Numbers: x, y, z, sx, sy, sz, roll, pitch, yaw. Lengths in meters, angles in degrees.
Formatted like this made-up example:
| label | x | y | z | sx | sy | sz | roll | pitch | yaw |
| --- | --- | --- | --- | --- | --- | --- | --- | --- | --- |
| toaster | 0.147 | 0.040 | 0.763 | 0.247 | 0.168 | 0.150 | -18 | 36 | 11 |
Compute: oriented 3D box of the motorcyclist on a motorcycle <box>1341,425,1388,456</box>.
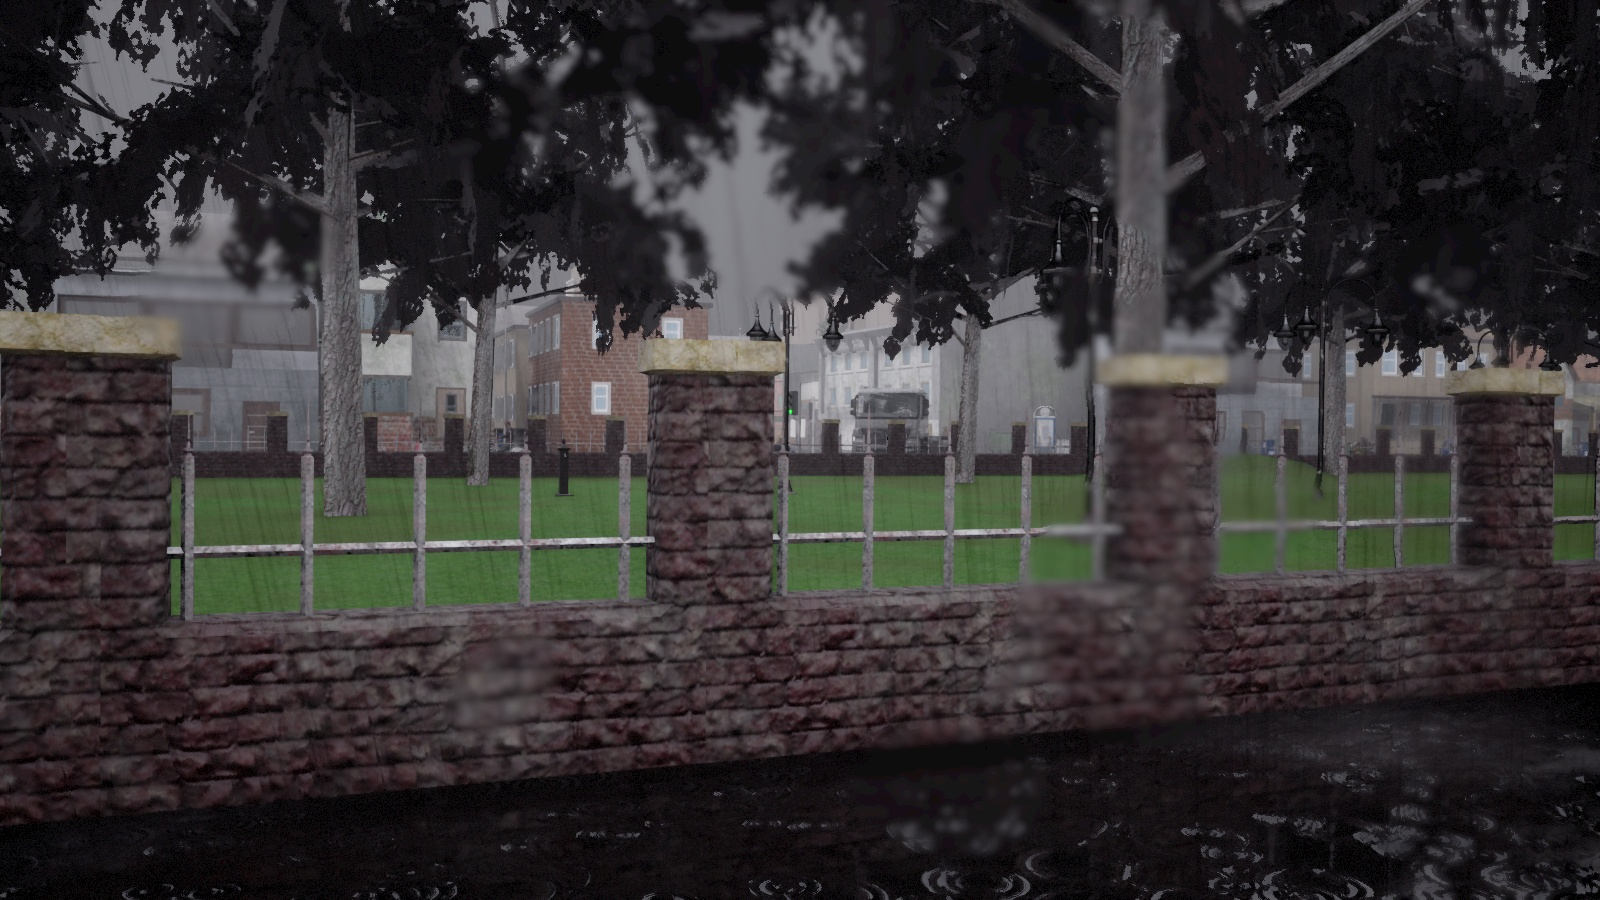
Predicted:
| label | x | y | z | sx | sy | sz | roll | pitch | yaw |
| --- | --- | --- | --- | --- | --- | --- | --- | --- | --- |
| motorcyclist on a motorcycle | 28.501 | -0.507 | 63.443 | 2.191 | 1.530 | 0.866 | -1 | 1 | -21 |

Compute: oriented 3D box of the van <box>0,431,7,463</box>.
| label | x | y | z | sx | sy | sz | roll | pitch | yaw |
| --- | --- | --- | --- | --- | --- | --- | --- | --- | --- |
| van | -50.693 | -0.168 | 77.829 | 1.775 | 1.987 | 4.442 | -1 | 1 | -21 |

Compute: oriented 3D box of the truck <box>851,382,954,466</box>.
| label | x | y | z | sx | sy | sz | roll | pitch | yaw |
| --- | --- | --- | --- | --- | --- | --- | --- | --- | --- |
| truck | 4.692 | -1.142 | 55.774 | 2.891 | 3.462 | 7.936 | 0 | 1 | 17 |
